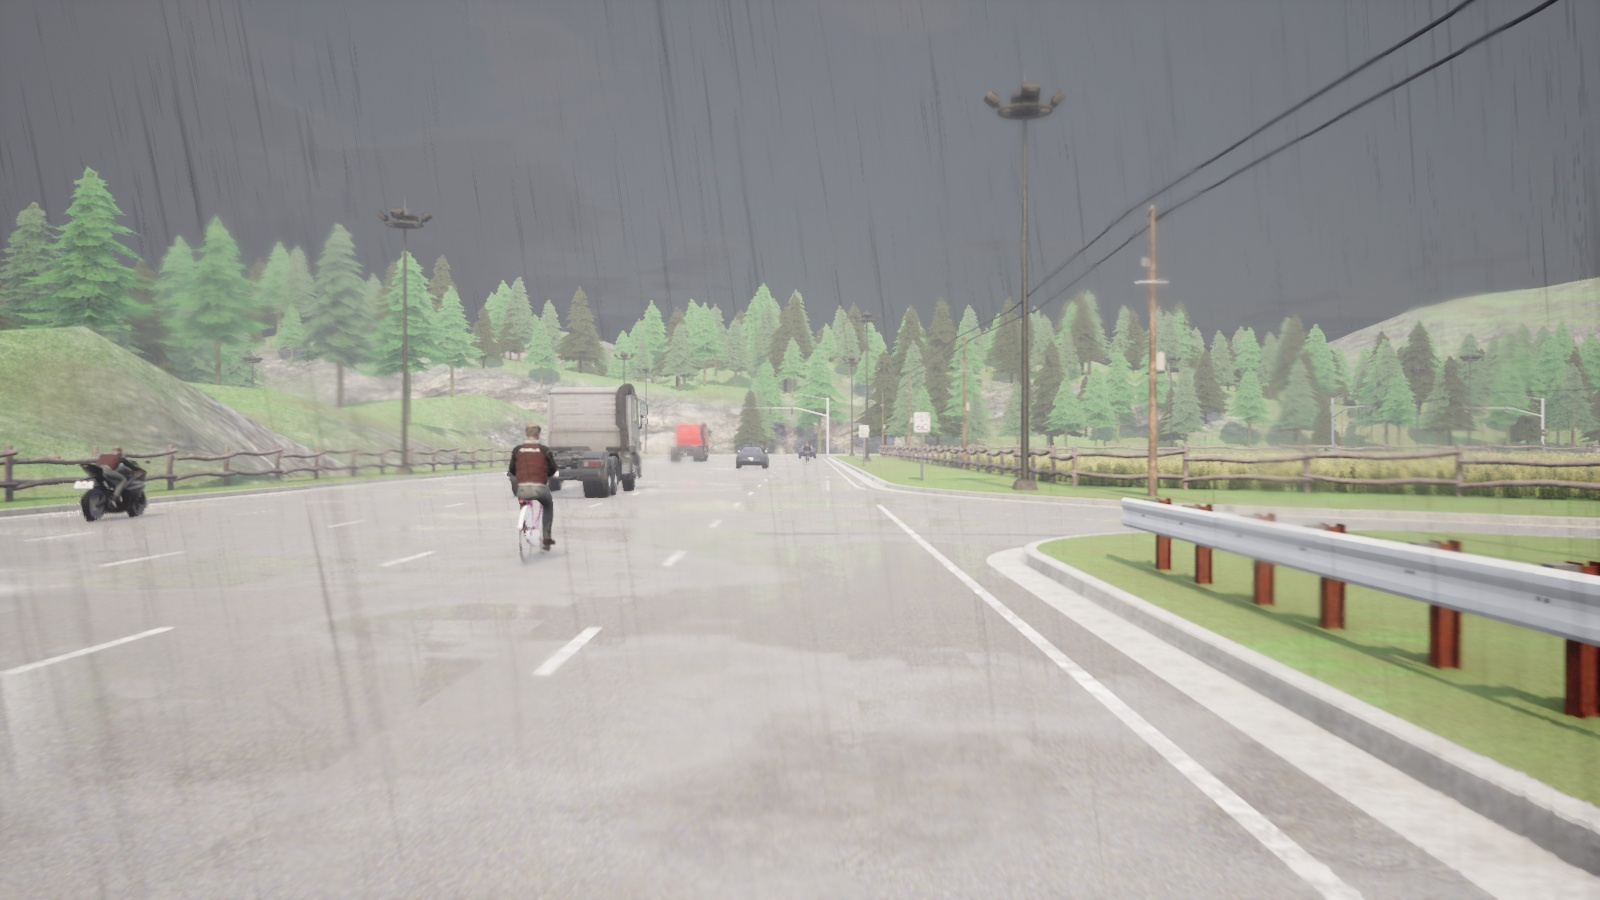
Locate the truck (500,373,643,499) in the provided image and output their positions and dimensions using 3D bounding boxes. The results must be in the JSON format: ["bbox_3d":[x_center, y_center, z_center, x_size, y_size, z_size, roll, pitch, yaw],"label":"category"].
[{"bbox_3d":[-6.766,-0.398,38.466,2.891,3.462,7.936,0,0,0],"label":"truck"}]

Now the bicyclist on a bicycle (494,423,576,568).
[{"bbox_3d":[-3.393,0.548,16.242,0.659,1.776,1.843,0,0,0],"label":"bicyclist on a bicycle"}]

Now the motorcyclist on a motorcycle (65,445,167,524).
[{"bbox_3d":[-13.840,0.666,25.505,0.866,1.530,2.191,0,0,0],"label":"motorcyclist on a motorcycle"}]

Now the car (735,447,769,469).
[{"bbox_3d":[-3.032,0.481,79.863,1.994,1.385,4.181,0,0,0],"label":"car"}]
